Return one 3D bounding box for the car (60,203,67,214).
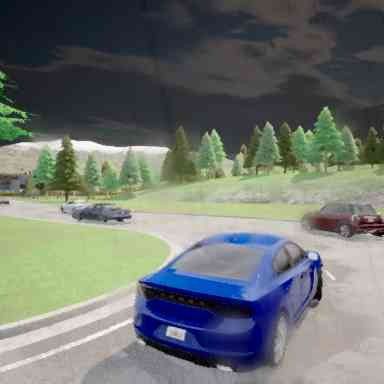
[{"bbox_3d":[-11.732,1.526,34.011,4.674,1.442,1.812,0,0,43],"label":"car"}]

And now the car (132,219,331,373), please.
[{"bbox_3d":[1.059,1.477,5.978,1.882,1.535,5.008,1,1,30],"label":"car"}]

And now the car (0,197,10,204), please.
[{"bbox_3d":[-34.594,1.601,60.754,1.895,1.301,4.718,0,0,-36],"label":"car"}]

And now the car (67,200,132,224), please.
[{"bbox_3d":[-6.884,1.547,25.173,5.357,1.411,2.033,0,0,38],"label":"car"}]

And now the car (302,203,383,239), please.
[{"bbox_3d":[7.876,1.351,17.812,2.097,1.767,4.553,0,0,-16],"label":"car"}]
